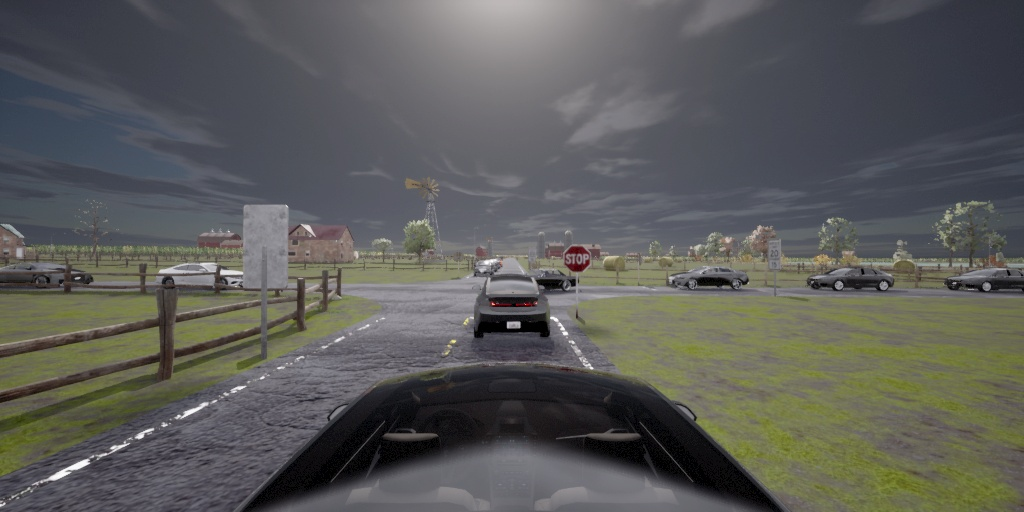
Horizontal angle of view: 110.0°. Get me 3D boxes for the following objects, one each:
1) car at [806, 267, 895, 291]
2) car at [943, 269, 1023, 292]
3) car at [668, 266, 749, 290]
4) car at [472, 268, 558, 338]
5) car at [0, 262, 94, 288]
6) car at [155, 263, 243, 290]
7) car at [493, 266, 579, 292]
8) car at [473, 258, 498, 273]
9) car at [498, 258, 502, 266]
[{"bbox_3d":[22.213,1.499,23.657,4.892,1.490,1.837,1,-1,-1],"label":"car"},{"bbox_3d":[31.716,1.587,23.772,4.892,1.490,1.837,1,-1,-1],"label":"car"},{"bbox_3d":[12.811,1.397,23.491,4.902,1.511,2.128,1,-1,-2],"label":"car"},{"bbox_3d":[-0.069,1.256,10.225,1.837,1.490,4.892,0,0,-3],"label":"car"},{"bbox_3d":[-26.353,1.048,20.076,4.181,1.385,1.994,1,-1,-1],"label":"car"},{"bbox_3d":[-17.233,1.103,20.192,4.674,1.442,1.812,1,-1,-1],"label":"car"},{"bbox_3d":[1.510,1.369,20.270,4.718,1.301,1.895,1,0,-35],"label":"car"},{"bbox_3d":[-2.838,1.243,36.913,2.128,1.511,4.902,0,0,0],"label":"car"},{"bbox_3d":[-2.825,1.241,46.359,2.128,1.511,4.902,0,0,0],"label":"car"}]
